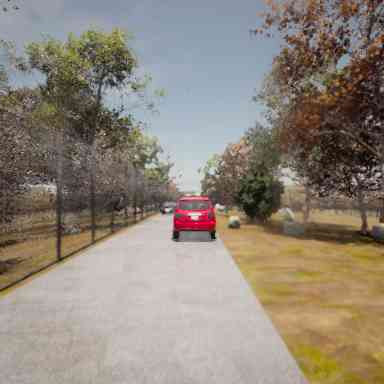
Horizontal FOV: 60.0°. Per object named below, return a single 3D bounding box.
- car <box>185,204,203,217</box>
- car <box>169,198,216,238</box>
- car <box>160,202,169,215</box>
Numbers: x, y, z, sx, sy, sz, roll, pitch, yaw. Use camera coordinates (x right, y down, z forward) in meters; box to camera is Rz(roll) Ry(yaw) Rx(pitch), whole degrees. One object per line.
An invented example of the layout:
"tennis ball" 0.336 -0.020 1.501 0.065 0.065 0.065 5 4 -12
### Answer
"car" 0.212 1.987 36.782 1.895 1.301 4.718 0 -1 0
"car" 0.134 1.329 18.439 2.150 2.045 5.566 0 -1 0
"car" -2.711 1.945 40.093 2.128 1.511 4.902 0 -1 0
